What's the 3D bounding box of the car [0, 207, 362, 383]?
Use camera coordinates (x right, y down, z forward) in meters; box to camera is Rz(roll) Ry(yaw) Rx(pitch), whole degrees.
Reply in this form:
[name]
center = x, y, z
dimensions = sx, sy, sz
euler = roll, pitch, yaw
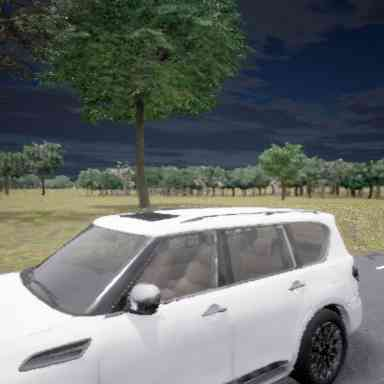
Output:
[car]
center = -0.315, 1.231, 3.766
dimensions = 5.566, 2.045, 2.150
euler = 0, 0, -35
